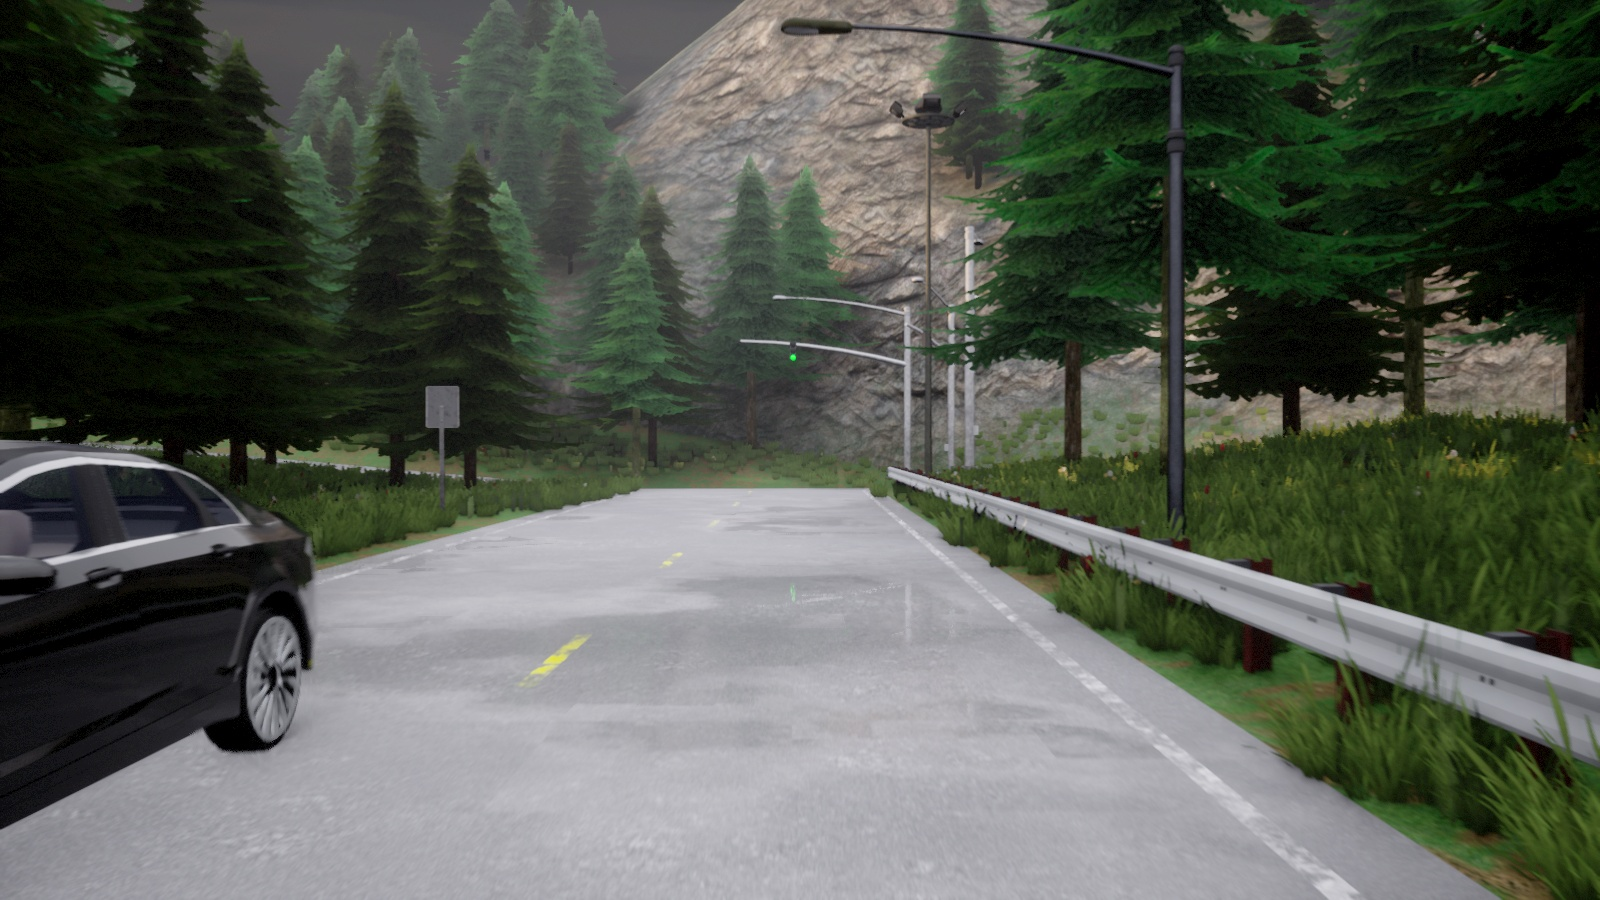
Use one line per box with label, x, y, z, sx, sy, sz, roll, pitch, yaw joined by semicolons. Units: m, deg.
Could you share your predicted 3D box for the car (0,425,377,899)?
car;-3.458;0.674;4.613;2.128;1.511;4.902;0;0;0
